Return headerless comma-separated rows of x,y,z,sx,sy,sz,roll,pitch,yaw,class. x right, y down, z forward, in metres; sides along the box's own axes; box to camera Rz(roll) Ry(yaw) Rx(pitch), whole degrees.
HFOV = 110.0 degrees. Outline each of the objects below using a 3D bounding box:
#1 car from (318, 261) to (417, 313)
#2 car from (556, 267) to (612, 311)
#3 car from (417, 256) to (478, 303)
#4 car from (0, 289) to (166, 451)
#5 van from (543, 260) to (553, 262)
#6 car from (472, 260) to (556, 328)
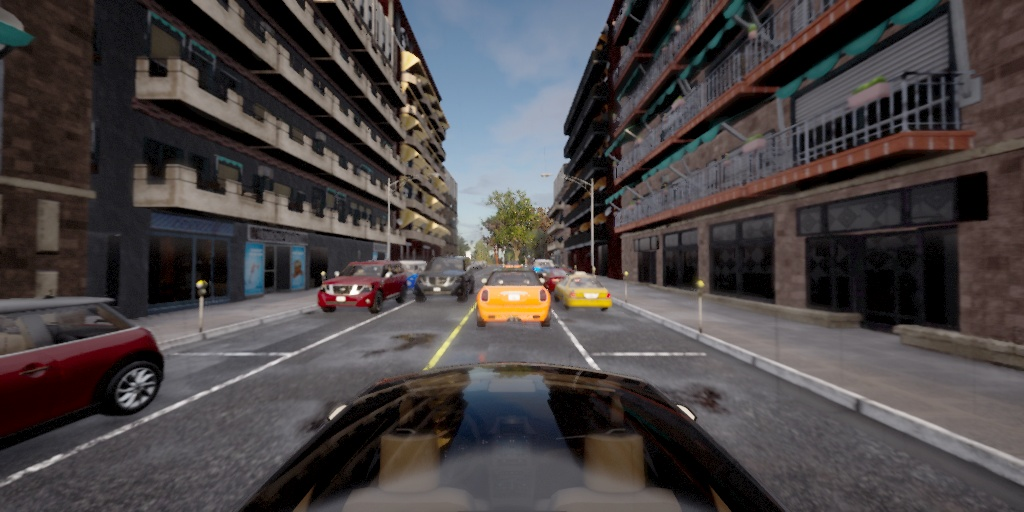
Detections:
-5.688,1.115,14.407,2.192,1.841,5.009,0,0,0,car
2.694,1.326,14.538,1.751,1.417,4.829,0,0,0,car
-3.095,1.035,17.597,2.150,2.045,5.566,0,0,0,car
-5.690,1.195,3.084,1.967,1.591,4.097,0,0,0,car
2.681,1.210,31.352,1.690,1.789,3.998,0,0,0,van
0.038,1.142,11.761,2.097,1.767,4.553,0,0,0,car
